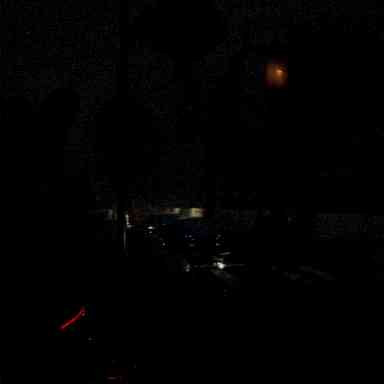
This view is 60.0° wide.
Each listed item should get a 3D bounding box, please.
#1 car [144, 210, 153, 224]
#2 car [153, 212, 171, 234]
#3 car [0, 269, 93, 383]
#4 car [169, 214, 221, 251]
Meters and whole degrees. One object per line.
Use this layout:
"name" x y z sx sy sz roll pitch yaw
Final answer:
"car" -4.649 3.251 41.583 1.994 1.385 4.181 0 -2 -11
"car" -1.951 2.615 28.310 1.882 1.535 5.008 0 -2 -12
"car" -3.770 1.765 4.061 4.892 1.490 1.837 0 -2 -11
"car" 0.149 2.191 18.060 1.882 1.535 5.008 0 -2 -11
